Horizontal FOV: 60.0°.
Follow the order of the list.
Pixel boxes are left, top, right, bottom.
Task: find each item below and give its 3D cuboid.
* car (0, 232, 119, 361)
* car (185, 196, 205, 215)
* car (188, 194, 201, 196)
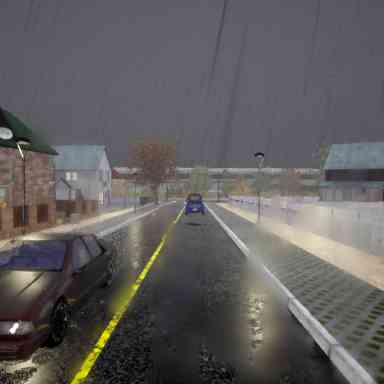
[{"bbox_3d":[-2.813,1.543,6.549,2.033,1.411,5.357,0,0,0],"label":"car"},{"bbox_3d":[0.292,1.469,33.731,1.882,1.535,5.008,0,0,0],"label":"car"},{"bbox_3d":[0.350,1.221,44.264,2.150,2.045,5.566,0,0,0],"label":"car"}]
